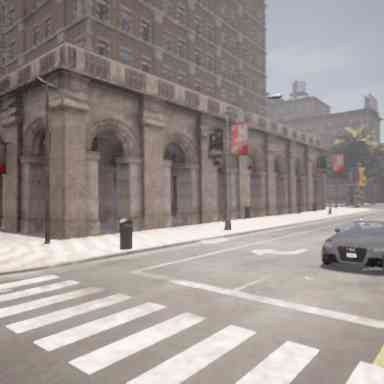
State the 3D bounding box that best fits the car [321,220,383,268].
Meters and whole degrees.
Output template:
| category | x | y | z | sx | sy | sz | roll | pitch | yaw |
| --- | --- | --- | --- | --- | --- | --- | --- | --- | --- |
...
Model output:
| category | x | y | z | sx | sy | sz | roll | pitch | yaw |
| --- | --- | --- | --- | --- | --- | --- | --- | --- | --- |
| car | 5.944 | 1.674 | 11.269 | 1.994 | 1.385 | 4.181 | -1 | -1 | 40 |
